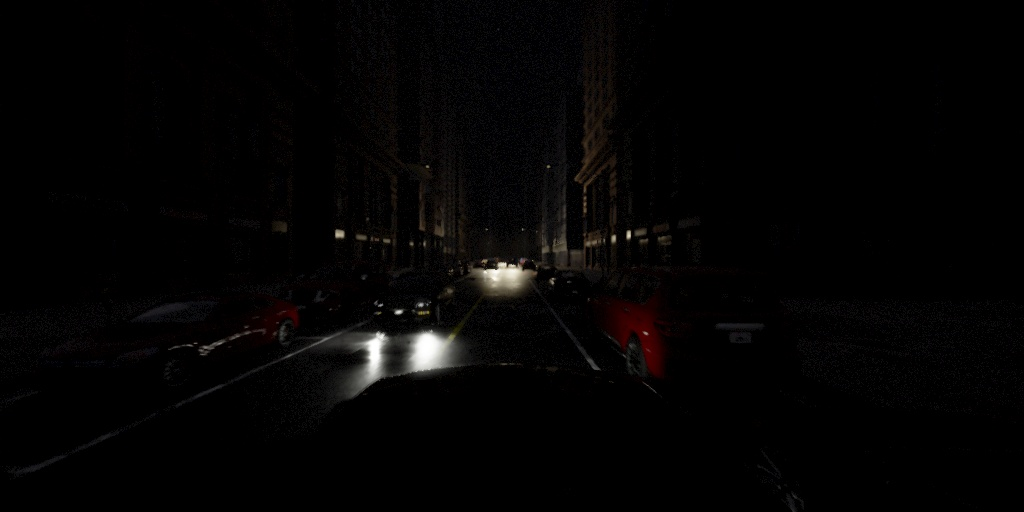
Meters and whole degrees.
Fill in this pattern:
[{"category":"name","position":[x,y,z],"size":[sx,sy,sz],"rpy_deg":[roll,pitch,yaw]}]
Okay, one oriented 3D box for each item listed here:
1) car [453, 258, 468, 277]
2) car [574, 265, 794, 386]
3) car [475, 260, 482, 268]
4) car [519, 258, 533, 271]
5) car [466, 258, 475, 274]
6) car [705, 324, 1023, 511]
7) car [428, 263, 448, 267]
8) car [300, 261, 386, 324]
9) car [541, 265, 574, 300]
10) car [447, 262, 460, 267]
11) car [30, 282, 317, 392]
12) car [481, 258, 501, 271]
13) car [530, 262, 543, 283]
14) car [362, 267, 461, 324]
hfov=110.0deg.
[{"category":"car","position":[-5.758,1.290,34.731],"size":[1.967,1.591,4.097],"rpy_deg":[0,0,0]},{"category":"car","position":[2.764,1.080,6.724],"size":[2.192,1.841,5.009],"rpy_deg":[0,0,0]},{"category":"car","position":[-5.754,1.520,62.739],"size":[1.802,1.307,4.207],"rpy_deg":[0,0,0]},{"category":"car","position":[2.358,1.425,50.826],"size":[1.812,1.442,4.674],"rpy_deg":[0,0,0]},{"category":"car","position":[-5.757,1.182,40.332],"size":[2.192,1.841,5.009],"rpy_deg":[0,0,0]},{"category":"car","position":[2.763,1.314,1.123],"size":[1.948,1.339,4.313],"rpy_deg":[0,0,0]},{"category":"car","position":[-5.759,1.367,23.527],"size":[2.007,1.370,4.403],"rpy_deg":[0,0,0]},{"category":"car","position":[-5.760,1.097,12.324],"size":[2.192,1.841,5.009],"rpy_deg":[0,0,0]},{"category":"car","position":[2.765,1.349,17.929],"size":[2.007,1.370,4.403],"rpy_deg":[0,0,0]},{"category":"car","position":[-5.758,1.399,29.129],"size":[1.948,1.339,4.313],"rpy_deg":[0,0,0]},{"category":"car","position":[-5.761,1.347,6.722],"size":[1.802,1.307,4.207],"rpy_deg":[0,0,0]},{"category":"car","position":[-3.060,1.412,53.047],"size":[1.837,1.490,4.892],"rpy_deg":[0,0,0]},{"category":"car","position":[2.767,1.378,29.134],"size":[1.888,1.381,4.507],"rpy_deg":[0,0,0]},{"category":"car","position":[-3.098,1.287,12.231],"size":[1.837,1.490,4.892],"rpy_deg":[0,0,0]}]
